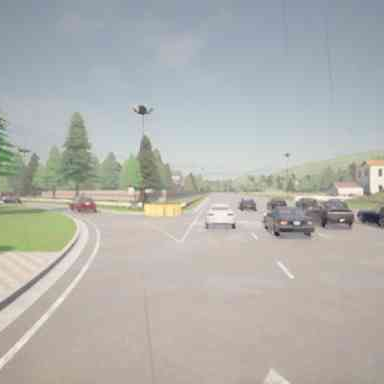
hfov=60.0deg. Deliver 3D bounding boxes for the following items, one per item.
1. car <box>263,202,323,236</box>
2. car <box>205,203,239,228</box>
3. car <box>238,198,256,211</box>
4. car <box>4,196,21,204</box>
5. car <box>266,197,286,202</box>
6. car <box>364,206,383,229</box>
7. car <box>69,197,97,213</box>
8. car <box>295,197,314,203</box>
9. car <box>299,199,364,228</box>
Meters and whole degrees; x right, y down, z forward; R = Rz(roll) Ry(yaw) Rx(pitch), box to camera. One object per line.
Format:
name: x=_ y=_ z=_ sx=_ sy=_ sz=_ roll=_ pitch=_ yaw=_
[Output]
car: x=5.097 y=1.510 z=18.102 sx=2.033 sy=1.411 sz=5.357 roll=0 pitch=0 yaw=4
car: x=1.826 y=1.494 z=21.826 sx=1.812 sy=1.442 sz=4.674 roll=0 pitch=0 yaw=4
car: x=6.560 y=1.423 z=39.814 sx=2.128 sy=1.511 sz=4.902 roll=0 pitch=0 yaw=4
car: x=-34.826 y=1.553 z=64.476 sx=4.902 sy=1.511 sz=2.128 roll=0 pitch=0 yaw=44
car: x=10.055 y=1.426 z=39.645 sx=1.837 sy=1.490 sz=4.892 roll=0 pitch=0 yaw=4
car: x=12.312 y=1.537 z=21.065 sx=1.895 sy=1.301 sz=4.718 roll=0 pitch=0 yaw=4
car: x=-12.327 y=1.346 z=37.410 sx=2.097 sy=1.767 sz=4.553 roll=0 pitch=0 yaw=-32
car: x=13.550 y=1.415 z=39.451 sx=1.837 sy=1.490 sz=4.892 roll=0 pitch=0 yaw=4
car: x=8.846 y=1.438 z=21.666 sx=2.128 sy=1.511 sz=4.902 roll=0 pitch=0 yaw=4
